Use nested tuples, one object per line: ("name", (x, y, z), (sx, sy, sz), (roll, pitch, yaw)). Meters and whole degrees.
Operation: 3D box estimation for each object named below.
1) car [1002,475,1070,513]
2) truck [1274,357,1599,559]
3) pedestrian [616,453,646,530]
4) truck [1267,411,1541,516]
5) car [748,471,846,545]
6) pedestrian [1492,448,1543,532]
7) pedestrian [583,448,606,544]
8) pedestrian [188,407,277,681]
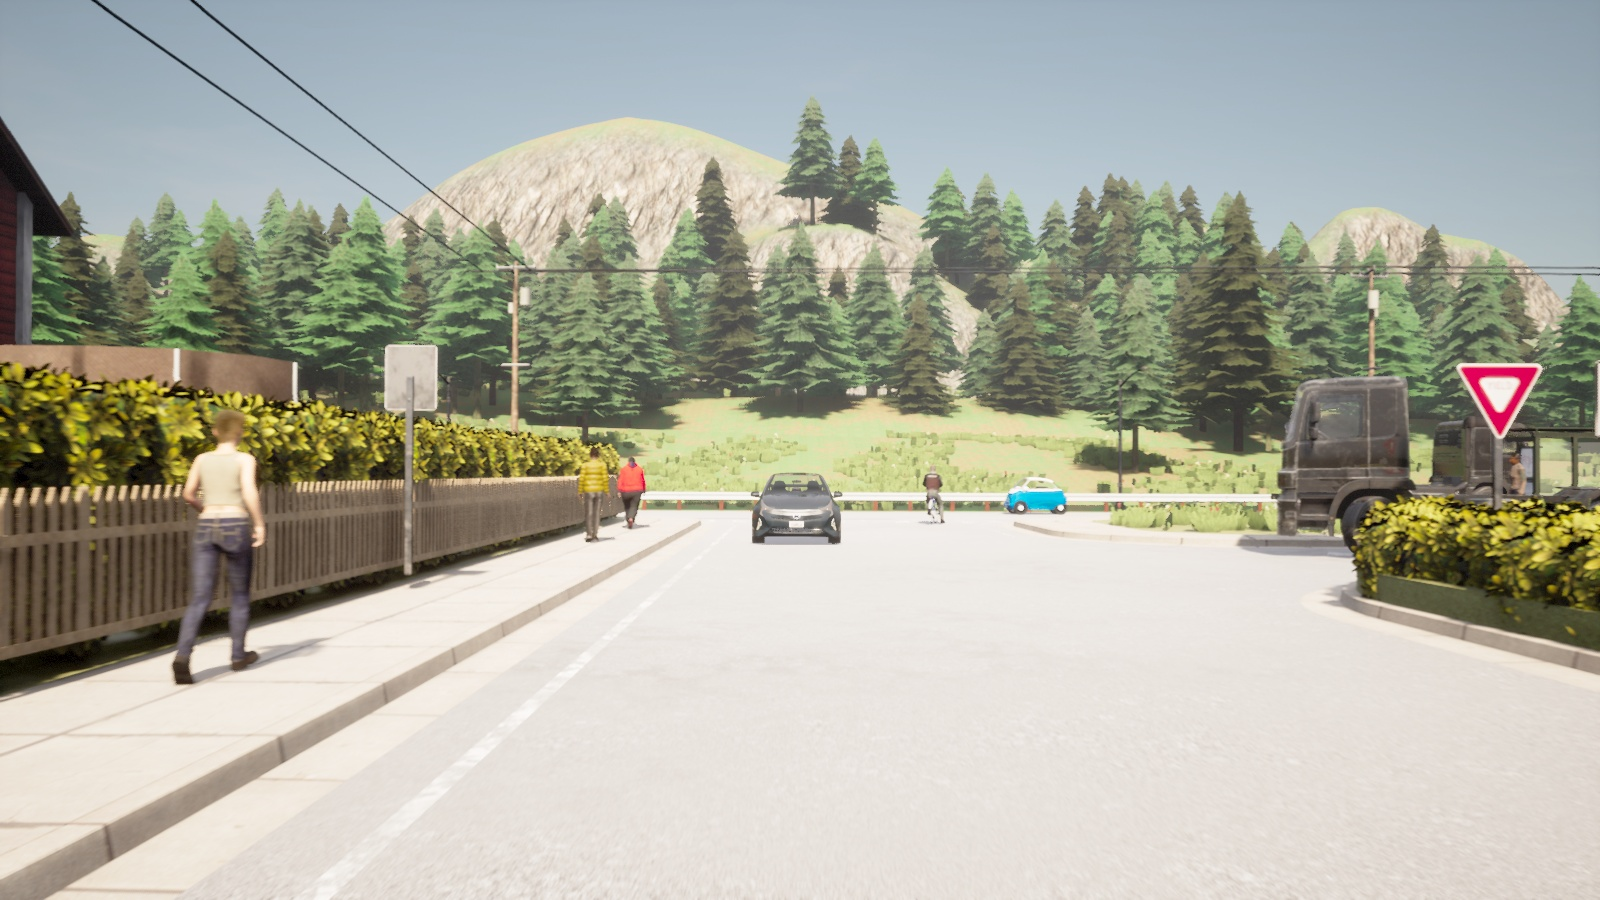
("car", (8.688, 1.611, 46.369), (2.207, 1.376, 1.481), (0, -1, -2))
("truck", (13.107, 0.170, 23.311), (7.936, 3.462, 2.891), (-1, -1, 23))
("pedestrian", (-4.083, 0.994, 30.360), (0.634, 1.844, 0.899), (0, -1, -3))
("truck", (20.481, 0.467, 42.904), (7.936, 3.462, 2.891), (0, -1, 0))
("car", (-0.067, 1.234, 28.230), (2.007, 1.525, 4.514), (0, -1, 0))
("pedestrian", (15.465, 0.862, 27.088), (0.869, 1.805, 0.328), (0, -1, 12))
("pedestrian", (-4.018, 0.897, 24.533), (0.431, 1.840, 0.709), (0, -1, -9))
("pedestrian", (-3.935, 0.632, 8.725), (0.345, 1.836, 0.594), (0, -1, 0))
